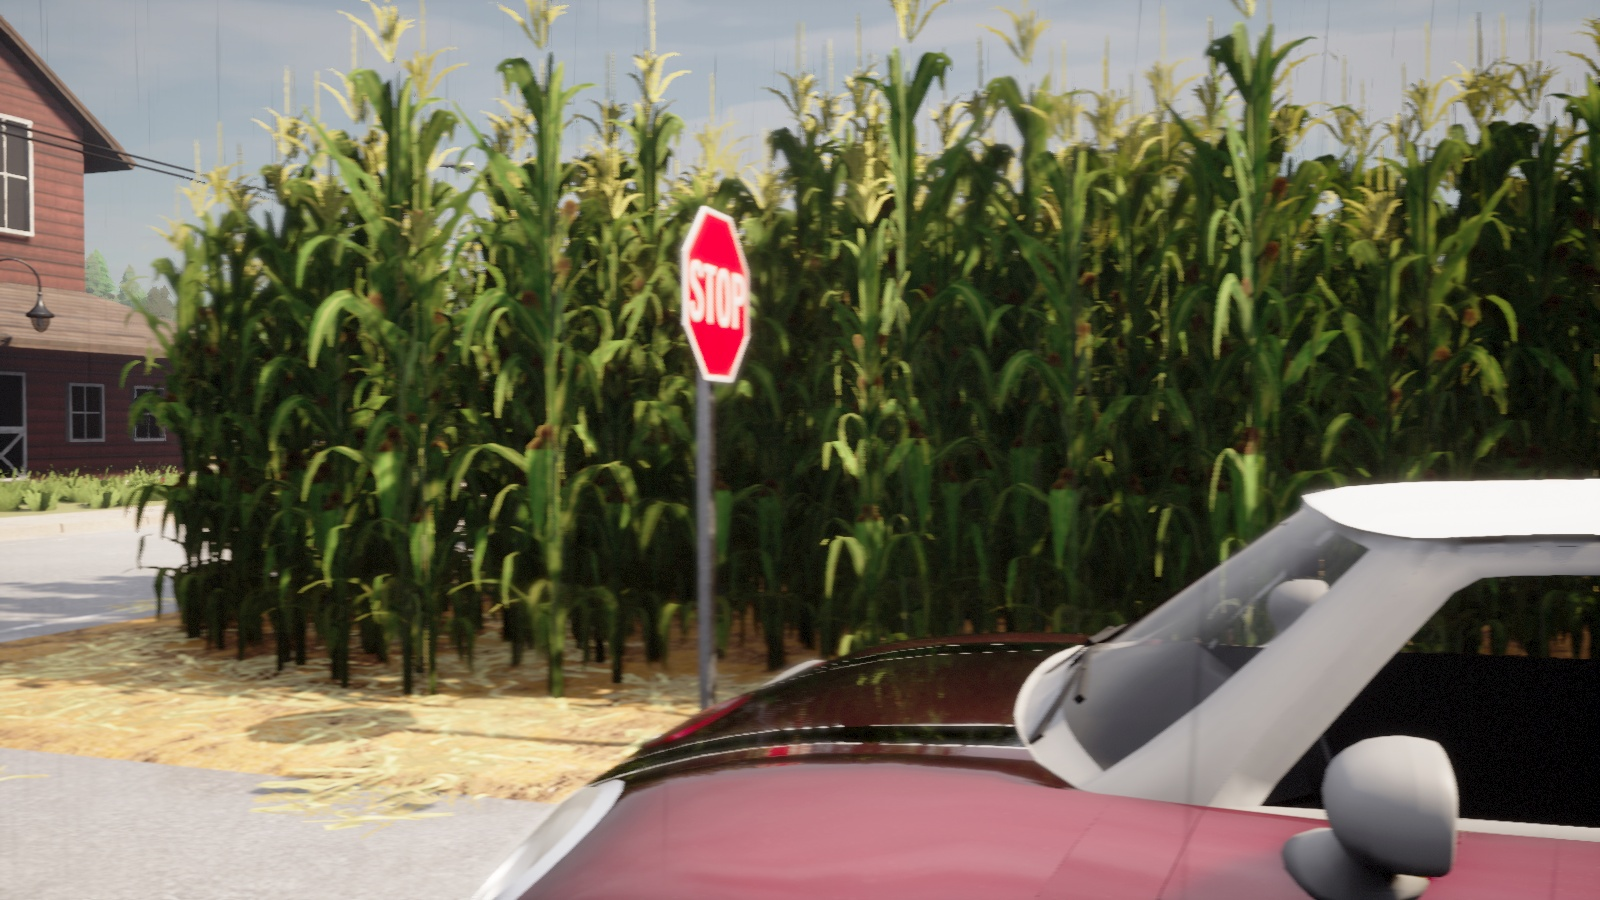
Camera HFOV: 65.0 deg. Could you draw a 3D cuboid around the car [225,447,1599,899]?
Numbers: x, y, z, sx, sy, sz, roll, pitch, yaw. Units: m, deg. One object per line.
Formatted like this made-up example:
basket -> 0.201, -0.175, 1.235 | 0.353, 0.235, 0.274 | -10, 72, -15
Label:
car -> 1.185, 0.758, 2.377 | 3.806, 1.475, 1.970 | 0, 1, 18
